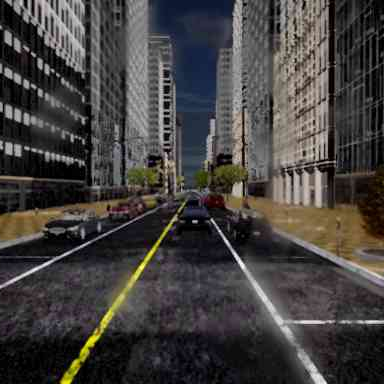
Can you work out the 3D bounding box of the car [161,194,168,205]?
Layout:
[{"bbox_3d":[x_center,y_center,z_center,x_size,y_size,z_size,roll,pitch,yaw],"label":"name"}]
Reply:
[{"bbox_3d":[-5.585,1.378,55.943,1.947,1.339,4.313,-1,0,0],"label":"car"}]

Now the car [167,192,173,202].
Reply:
[{"bbox_3d":[-5.562,1.324,67.311,2.008,1.369,4.403,-1,0,0],"label":"car"}]

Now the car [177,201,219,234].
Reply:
[{"bbox_3d":[0.136,1.485,18.706,2.033,1.411,5.357,0,0,0],"label":"car"}]

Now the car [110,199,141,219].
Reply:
[{"bbox_3d":[-5.641,1.491,27.525,1.802,1.307,4.206,-1,0,0],"label":"car"}]

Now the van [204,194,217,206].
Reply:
[{"bbox_3d":[2.782,1.173,50.242,1.690,1.788,3.998,-1,0,0],"label":"van"}]

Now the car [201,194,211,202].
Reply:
[{"bbox_3d":[2.817,1.212,67.293,1.967,1.590,4.097,-1,0,0],"label":"car"}]

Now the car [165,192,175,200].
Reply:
[{"bbox_3d":[-5.530,1.027,84.361,2.192,1.841,5.009,-1,0,0],"label":"car"}]

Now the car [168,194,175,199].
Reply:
[{"bbox_3d":[-5.517,1.274,90.045,1.802,1.307,4.206,-1,0,0],"label":"car"}]

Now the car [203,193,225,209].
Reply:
[{"bbox_3d":[2.759,1.185,38.875,2.192,1.841,5.009,-1,0,0],"label":"car"}]

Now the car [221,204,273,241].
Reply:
[{"bbox_3d":[2.716,1.497,16.141,2.008,1.369,4.403,-1,0,0],"label":"car"}]

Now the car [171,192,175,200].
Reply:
[{"bbox_3d":[-5.540,1.173,78.677,1.967,1.590,4.097,-1,0,0],"label":"car"}]

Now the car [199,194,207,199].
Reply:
[{"bbox_3d":[2.864,1.242,90.028,2.008,1.369,4.403,-1,0,0],"label":"car"}]

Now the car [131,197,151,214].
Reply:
[{"bbox_3d":[-5.631,1.330,33.208,1.967,1.590,4.097,-1,0,0],"label":"car"}]

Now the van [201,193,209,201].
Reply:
[{"bbox_3d":[2.828,1.093,72.976,1.690,1.788,3.998,-1,0,0],"label":"van"}]

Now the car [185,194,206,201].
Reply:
[{"bbox_3d":[0.181,1.363,38.527,2.128,1.511,4.902,0,0,0],"label":"car"}]

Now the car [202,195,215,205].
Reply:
[{"bbox_3d":[2.795,1.252,55.926,1.967,1.590,4.097,-1,0,0],"label":"car"}]

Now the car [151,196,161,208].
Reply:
[{"bbox_3d":[-5.608,1.377,44.406,1.752,1.417,4.829,-1,0,0],"label":"car"}]

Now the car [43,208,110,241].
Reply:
[{"bbox_3d":[-5.664,1.497,16.158,2.008,1.369,4.403,-1,0,0],"label":"car"}]
